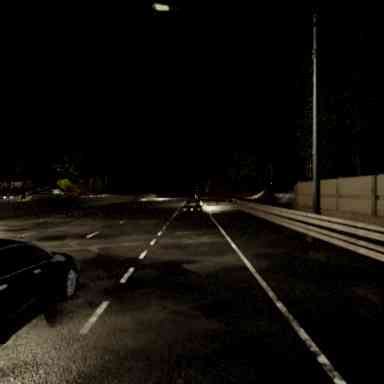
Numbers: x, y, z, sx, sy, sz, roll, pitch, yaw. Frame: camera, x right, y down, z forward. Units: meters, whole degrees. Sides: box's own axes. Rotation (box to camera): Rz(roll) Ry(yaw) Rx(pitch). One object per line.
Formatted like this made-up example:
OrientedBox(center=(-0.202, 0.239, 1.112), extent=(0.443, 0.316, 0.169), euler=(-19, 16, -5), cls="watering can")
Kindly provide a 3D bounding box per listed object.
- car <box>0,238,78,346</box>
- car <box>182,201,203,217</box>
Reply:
OrientedBox(center=(-3.399, 1.506, 5.406), extent=(1.837, 1.490, 4.892), euler=(0, 0, 0), cls="car")
OrientedBox(center=(0.074, 1.558, 31.322), extent=(2.033, 1.411, 5.357), euler=(0, 0, 2), cls="car")
